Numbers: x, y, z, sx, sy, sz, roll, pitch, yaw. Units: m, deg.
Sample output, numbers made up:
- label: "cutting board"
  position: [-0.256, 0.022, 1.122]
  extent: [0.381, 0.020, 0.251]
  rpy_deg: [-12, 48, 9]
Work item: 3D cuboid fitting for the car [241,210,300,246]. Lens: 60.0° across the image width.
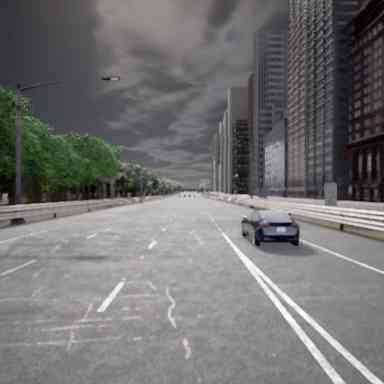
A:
- label: "car"
  position: [3.570, 1.577, 15.782]
  extent: [2.163, 1.488, 4.792]
  rpy_deg: [0, 0, -1]
